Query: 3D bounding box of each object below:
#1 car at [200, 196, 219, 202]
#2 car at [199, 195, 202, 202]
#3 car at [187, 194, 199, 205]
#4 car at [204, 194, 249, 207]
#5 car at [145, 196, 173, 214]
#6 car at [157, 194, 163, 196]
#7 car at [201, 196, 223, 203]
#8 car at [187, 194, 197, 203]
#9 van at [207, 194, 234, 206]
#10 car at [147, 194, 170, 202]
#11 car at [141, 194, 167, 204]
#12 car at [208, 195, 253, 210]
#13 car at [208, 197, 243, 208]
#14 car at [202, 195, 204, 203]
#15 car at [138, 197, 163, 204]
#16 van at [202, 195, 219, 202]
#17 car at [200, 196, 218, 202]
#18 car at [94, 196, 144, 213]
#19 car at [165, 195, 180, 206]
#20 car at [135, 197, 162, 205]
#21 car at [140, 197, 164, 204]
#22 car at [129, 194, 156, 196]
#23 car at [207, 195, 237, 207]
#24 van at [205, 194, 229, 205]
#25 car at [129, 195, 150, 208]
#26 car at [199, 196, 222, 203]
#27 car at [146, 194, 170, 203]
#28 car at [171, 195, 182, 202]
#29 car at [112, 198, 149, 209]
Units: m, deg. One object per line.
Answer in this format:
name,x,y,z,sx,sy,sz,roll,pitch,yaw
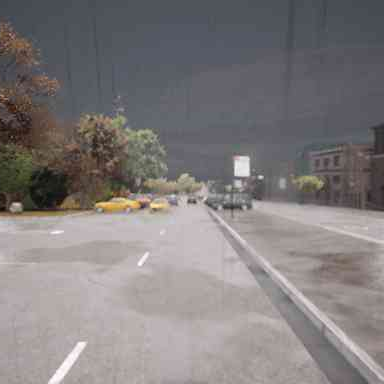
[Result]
car,4.718,1.959,90.082,4.792,1.488,2.163,0,-1,0
car,4.702,1.430,67.663,5.566,2.045,2.435,0,-1,0
car,-0.011,1.660,65.592,1.882,1.535,5.008,0,-1,0
car,4.727,1.230,42.435,5.566,2.045,2.435,0,0,0
car,-3.336,1.460,34.784,1.882,1.535,5.008,0,0,0
car,-8.154,1.627,61.932,5.366,1.575,1.946,0,-1,0
car,4.714,1.793,78.873,5.008,1.535,2.097,0,-1,0
car,-0.030,1.480,76.068,2.150,2.045,5.566,0,-1,0
van,4.864,1.354,56.450,4.442,1.987,1.878,0,-1,0
car,-8.352,1.606,84.090,5.566,2.045,2.435,0,-1,0
car,-8.332,1.481,73.073,5.566,2.045,2.435,0,-1,0
car,4.761,1.472,39.633,4.892,1.521,2.231,0,0,0
car,4.749,1.512,48.038,4.892,1.521,2.231,0,0,0
car,4.725,1.281,50.845,5.566,2.045,2.435,0,0,0
car,-8.320,1.710,67.503,4.792,1.488,2.163,0,-1,0
van,4.810,1.669,87.282,4.442,1.987,1.878,0,-1,0
car,4.713,1.993,92.885,4.792,1.488,2.163,0,-1,0
car,-8.320,1.464,36.871,5.008,1.535,2.097,0,0,0
car,-3.295,1.651,54.953,1.994,1.385,4.181,0,-1,1
car,-8.339,1.655,64.718,5.008,1.535,2.097,0,-1,0
car,-8.383,1.735,70.287,4.792,1.488,2.163,0,-1,0
car,-8.295,1.407,50.796,4.553,1.767,2.185,0,0,0
car,4.783,1.429,53.645,4.553,1.767,2.185,0,-1,0
van,4.624,1.404,62.056,4.442,1.987,1.878,0,-1,0
car,-8.329,1.481,42.439,5.008,1.535,2.097,0,0,0
car,4.519,1.823,81.673,5.366,1.575,1.946,0,-1,0
car,-8.346,1.573,81.428,5.566,2.045,2.435,0,-1,0
car,-3.270,1.393,70.208,1.994,1.385,4.181,0,-1,0
car,-8.326,1.536,45.226,4.674,1.452,2.002,0,0,0
